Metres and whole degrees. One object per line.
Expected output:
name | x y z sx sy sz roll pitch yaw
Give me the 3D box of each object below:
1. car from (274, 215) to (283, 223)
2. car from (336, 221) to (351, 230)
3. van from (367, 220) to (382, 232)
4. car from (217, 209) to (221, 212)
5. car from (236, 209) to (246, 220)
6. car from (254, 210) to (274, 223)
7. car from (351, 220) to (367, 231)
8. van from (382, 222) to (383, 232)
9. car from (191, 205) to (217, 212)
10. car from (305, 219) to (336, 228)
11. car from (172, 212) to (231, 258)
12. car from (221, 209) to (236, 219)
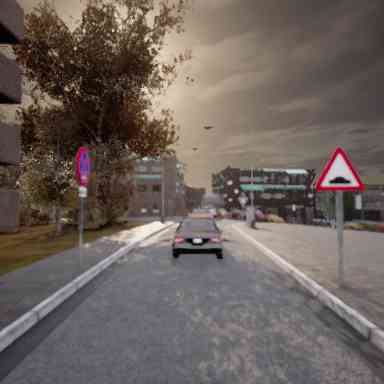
car | 13.578 4.580 58.167 1.946 1.575 5.366 7 -5 -30
car | 25.518 5.802 60.059 2.002 1.452 4.674 8 -5 -29
van | 31.540 6.126 60.965 1.878 1.987 4.442 8 -5 -29
car | 1.899 3.300 55.821 2.435 2.045 5.566 2 -4 -30
car | 7.750 3.858 56.910 2.185 1.767 4.553 7 -5 -31
car | 10.746 4.033 57.471 2.435 2.045 5.566 8 -5 -30
car | 28.398 6.058 60.715 1.946 1.575 5.366 7 -5 -29
van | 34.513 6.422 61.463 1.878 1.987 4.442 8 -5 -29
car | 0.688 2.055 26.708 2.097 1.767 4.553 0 -3 2
car | 22.548 5.506 59.545 2.002 1.452 4.674 7 -5 -30
car | 0.231 1.698 13.280 2.033 1.411 5.357 0 -2 1
car | 4.778 3.600 56.410 2.185 1.767 4.553 5 -4 -31
